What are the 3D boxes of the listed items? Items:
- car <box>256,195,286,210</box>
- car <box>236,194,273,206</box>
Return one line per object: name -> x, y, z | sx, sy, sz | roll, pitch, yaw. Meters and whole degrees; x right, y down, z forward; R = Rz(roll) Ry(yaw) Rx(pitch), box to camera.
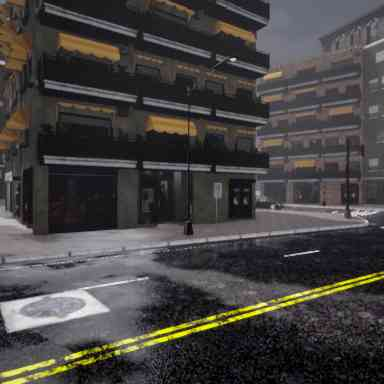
car -> 7.420, 1.159, 34.228 | 4.403, 1.369, 2.008 | 1, 0, 38
car -> 8.324, 1.069, 44.206 | 4.403, 1.369, 2.008 | 1, 0, 38
